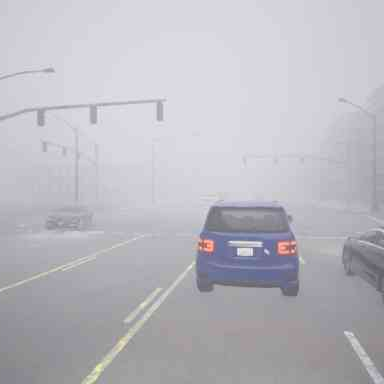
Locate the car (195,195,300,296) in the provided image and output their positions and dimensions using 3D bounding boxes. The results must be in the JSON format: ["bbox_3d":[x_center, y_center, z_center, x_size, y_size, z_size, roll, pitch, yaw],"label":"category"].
[{"bbox_3d":[1.507,1.221,8.903,2.150,2.045,5.566,0,0,11],"label":"car"}]

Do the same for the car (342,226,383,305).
[{"bbox_3d":[4.775,1.491,7.383,2.128,1.511,4.902,0,0,11],"label":"car"}]

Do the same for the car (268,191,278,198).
[{"bbox_3d":[20.677,0.551,84.966,2.097,1.767,4.553,0,1,11],"label":"car"}]

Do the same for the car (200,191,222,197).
[{"bbox_3d":[2.470,1.078,47.455,2.150,2.045,5.566,0,1,11],"label":"car"}]

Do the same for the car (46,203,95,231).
[{"bbox_3d":[-7.429,1.508,20.826,1.837,1.490,4.892,3,0,-3],"label":"car"}]

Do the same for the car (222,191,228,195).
[{"bbox_3d":[4.492,0.925,57.643,2.150,2.045,5.566,0,1,11],"label":"car"}]

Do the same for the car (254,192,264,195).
[{"bbox_3d":[14.658,0.910,72.554,1.837,1.490,4.892,0,1,11],"label":"car"}]

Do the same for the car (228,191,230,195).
[{"bbox_3d":[6.588,0.740,67.884,2.150,2.045,5.566,0,1,12],"label":"car"}]

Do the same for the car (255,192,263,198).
[{"bbox_3d":[17.170,0.754,85.272,1.994,1.385,4.181,0,1,11],"label":"car"}]

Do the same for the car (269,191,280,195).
[{"bbox_3d":[18.702,0.880,74.961,2.128,1.511,4.902,0,1,11],"label":"car"}]
